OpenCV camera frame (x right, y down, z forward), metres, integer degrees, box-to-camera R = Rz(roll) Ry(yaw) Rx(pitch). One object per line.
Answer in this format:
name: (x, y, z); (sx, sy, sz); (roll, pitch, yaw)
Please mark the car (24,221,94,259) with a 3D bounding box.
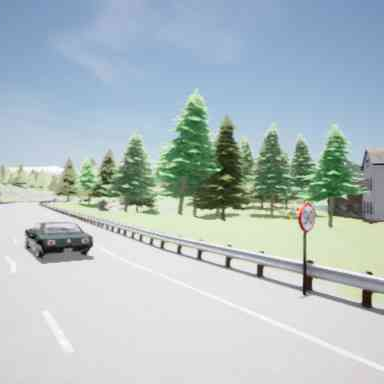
car: (-5.756, 1.870, 13.962); (1.895, 1.301, 4.718); (2, -2, -34)
